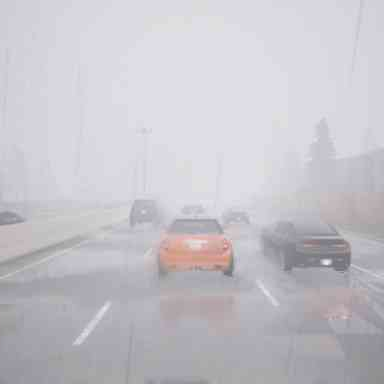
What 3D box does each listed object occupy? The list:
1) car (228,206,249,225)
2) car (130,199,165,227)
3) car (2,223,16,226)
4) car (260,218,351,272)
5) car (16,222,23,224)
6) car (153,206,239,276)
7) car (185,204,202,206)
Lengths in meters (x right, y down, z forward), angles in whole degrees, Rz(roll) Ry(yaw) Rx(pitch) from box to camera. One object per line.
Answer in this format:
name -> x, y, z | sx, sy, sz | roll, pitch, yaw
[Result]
car -> 3.595, 1.897, 27.730 | 1.812, 1.442, 4.674 | 0, -1, 0
car -> -3.392, 1.567, 25.829 | 2.150, 2.045, 5.566 | 0, -1, 0
car -> -3.409, 1.244, 1.549 | 2.150, 2.045, 5.566 | 0, -1, 0
car -> 3.603, 1.658, 11.329 | 1.837, 1.490, 4.892 | 0, -1, 0
car -> -10.593, 1.738, 17.428 | 1.837, 1.490, 4.892 | 0, -1, 0
car -> 0.102, 1.500, 10.965 | 2.097, 1.767, 4.553 | 0, -1, 0
car -> 0.107, 1.707, 26.496 | 2.097, 1.767, 4.553 | 0, -1, 0
